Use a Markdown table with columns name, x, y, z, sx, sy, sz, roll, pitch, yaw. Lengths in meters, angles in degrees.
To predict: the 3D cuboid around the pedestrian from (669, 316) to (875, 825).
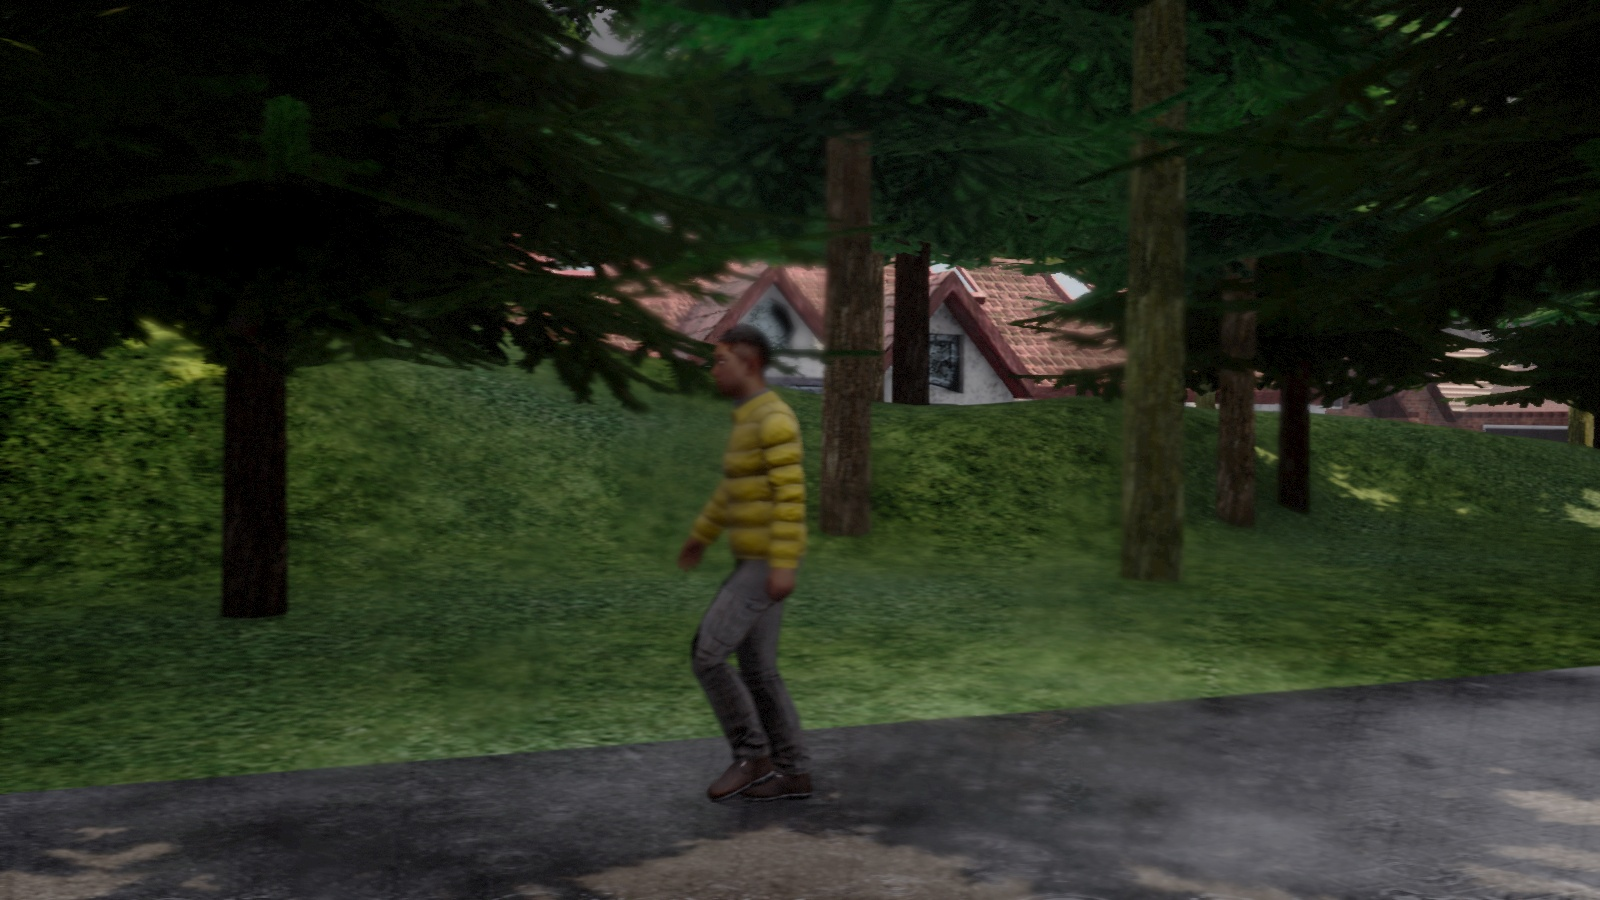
| name | x | y | z | sx | sy | sz | roll | pitch | yaw |
| --- | --- | --- | --- | --- | --- | --- | --- | --- | --- |
| pedestrian | -0.119 | 0.431 | 4.803 | 0.709 | 1.840 | 0.431 | -1 | 1 | -10 |
